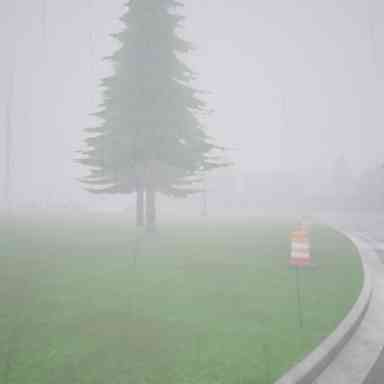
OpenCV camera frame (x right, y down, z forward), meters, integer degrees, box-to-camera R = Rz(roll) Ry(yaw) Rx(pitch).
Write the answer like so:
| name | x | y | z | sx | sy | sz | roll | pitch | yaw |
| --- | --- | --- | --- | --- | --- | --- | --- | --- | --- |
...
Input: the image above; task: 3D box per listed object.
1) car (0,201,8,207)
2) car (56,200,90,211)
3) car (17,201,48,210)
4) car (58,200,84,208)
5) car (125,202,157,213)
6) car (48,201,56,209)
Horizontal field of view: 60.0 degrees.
| name | x | y | z | sx | sy | sz | roll | pitch | yaw |
| --- | --- | --- | --- | --- | --- | --- | --- | --- | --- |
| car | -38.596 | 2.418 | 65.535 | 5.008 | 1.535 | 1.882 | 0 | -1 | 24 |
| car | -18.567 | 2.249 | 52.739 | 4.902 | 1.511 | 2.128 | 0 | -1 | 24 |
| car | -27.746 | 2.308 | 56.825 | 4.902 | 1.511 | 2.128 | 0 | -1 | 25 |
| car | -24.329 | 2.459 | 66.758 | 4.892 | 1.490 | 1.837 | 0 | -1 | 24 |
| car | -7.333 | 2.176 | 47.640 | 4.902 | 1.511 | 2.128 | 0 | -1 | 24 |
| car | -25.655 | 2.437 | 63.573 | 4.674 | 1.442 | 1.812 | 0 | -1 | 25 |
